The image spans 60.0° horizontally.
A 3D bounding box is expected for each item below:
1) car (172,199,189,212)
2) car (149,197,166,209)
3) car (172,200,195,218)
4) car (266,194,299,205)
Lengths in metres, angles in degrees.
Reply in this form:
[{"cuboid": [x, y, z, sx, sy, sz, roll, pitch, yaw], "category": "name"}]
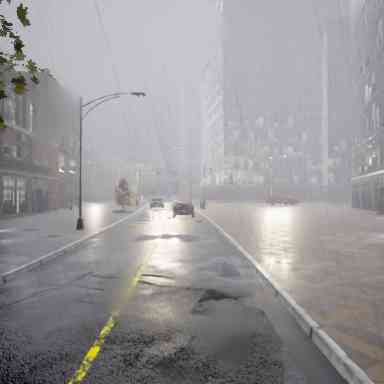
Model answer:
[{"cuboid": [-1.499, 1.606, 40.650, 1.895, 1.301, 4.718, 0, 0, -4], "category": "car"}, {"cuboid": [-4.658, 1.518, 44.742, 1.837, 1.490, 4.892, 0, 0, -5], "category": "car"}, {"cuboid": [-0.816, 1.482, 30.774, 1.882, 1.535, 5.008, 0, 0, -3], "category": "car"}, {"cuboid": [13.946, 1.200, 51.509, 5.009, 1.841, 2.192, 0, -1, 15], "category": "car"}]
